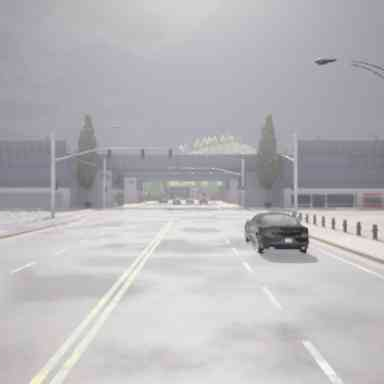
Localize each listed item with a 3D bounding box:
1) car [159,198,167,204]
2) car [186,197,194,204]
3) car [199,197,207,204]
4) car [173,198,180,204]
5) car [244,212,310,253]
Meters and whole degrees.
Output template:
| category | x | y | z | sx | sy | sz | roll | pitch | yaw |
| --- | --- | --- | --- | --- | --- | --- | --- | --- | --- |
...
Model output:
| category | x | y | z | sx | sy | sz | roll | pitch | yaw |
| --- | --- | --- | --- | --- | --- | --- | --- | --- | --- |
| car | -7.531 | 2.364 | 86.781 | 1.994 | 1.385 | 4.181 | 0 | -1 | 0 |
| car | -0.526 | 2.357 | 87.573 | 2.033 | 1.411 | 5.357 | 0 | -1 | 0 |
| car | 2.975 | 2.320 | 87.802 | 1.837 | 1.490 | 4.892 | 0 | -1 | 0 |
| car | -4.032 | 2.336 | 86.760 | 2.128 | 1.511 | 4.902 | 0 | -1 | 0 |
| car | 3.495 | 1.615 | 14.490 | 1.882 | 1.535 | 5.008 | 0 | 0 | 0 |
